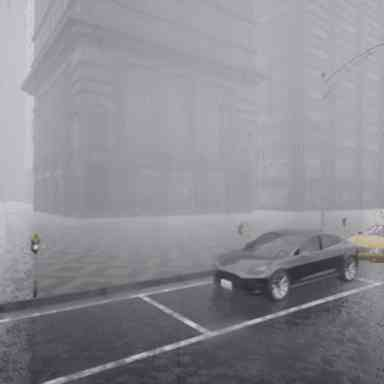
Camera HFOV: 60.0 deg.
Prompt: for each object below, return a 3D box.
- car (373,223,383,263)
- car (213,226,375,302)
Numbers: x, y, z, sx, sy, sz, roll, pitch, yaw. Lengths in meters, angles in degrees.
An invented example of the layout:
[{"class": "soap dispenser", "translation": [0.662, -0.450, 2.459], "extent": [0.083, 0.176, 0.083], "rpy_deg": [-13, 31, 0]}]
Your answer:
[{"class": "car", "translation": [6.979, 1.655, 11.620], "extent": [4.829, 1.417, 1.752], "rpy_deg": [1, -1, -35]}, {"class": "car", "translation": [2.523, 1.638, 8.445], "extent": [4.313, 1.339, 1.947], "rpy_deg": [1, -1, -35]}]
